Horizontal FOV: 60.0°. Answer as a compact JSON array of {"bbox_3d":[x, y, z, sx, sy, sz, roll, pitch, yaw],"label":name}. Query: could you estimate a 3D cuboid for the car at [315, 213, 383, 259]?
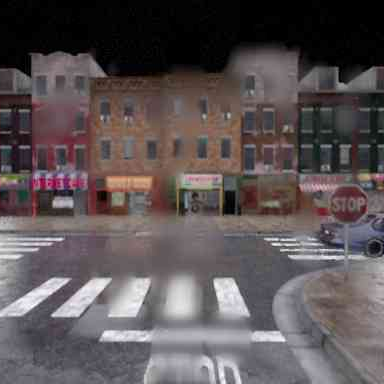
[{"bbox_3d":[7.157,1.436,11.473,5.357,1.411,2.033,0,1,0],"label":"car"}]
